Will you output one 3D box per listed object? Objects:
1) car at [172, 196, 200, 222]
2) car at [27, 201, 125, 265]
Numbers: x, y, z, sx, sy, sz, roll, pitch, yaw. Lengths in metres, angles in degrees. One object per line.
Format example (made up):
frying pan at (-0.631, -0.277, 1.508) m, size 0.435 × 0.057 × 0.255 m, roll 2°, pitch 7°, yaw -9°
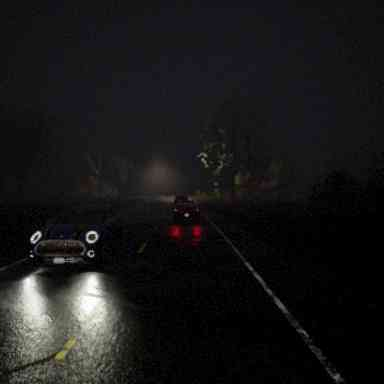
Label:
car at (-0.425, 1.305, 24.042) m, size 1.812 × 1.442 × 4.674 m, roll 0°, pitch 1°, yaw -2°
car at (-3.659, 1.256, 11.286) m, size 2.097 × 1.767 × 4.553 m, roll 0°, pitch 1°, yaw -1°
